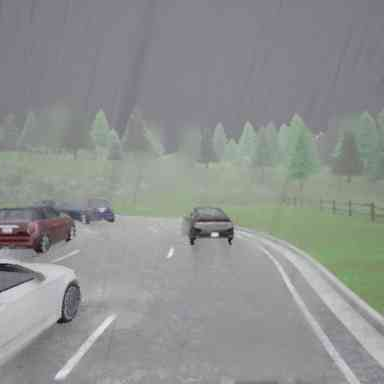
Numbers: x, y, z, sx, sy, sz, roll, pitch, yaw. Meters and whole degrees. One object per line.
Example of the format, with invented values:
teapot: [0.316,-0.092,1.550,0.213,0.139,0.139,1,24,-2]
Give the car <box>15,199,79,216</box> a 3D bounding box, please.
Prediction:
car: [-13.439,1.409,30.952,5.357,1.411,2.033,0,0,16]

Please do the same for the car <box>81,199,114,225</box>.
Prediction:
car: [-7.410,1.256,23.528,2.097,1.767,4.553,0,0,-43]

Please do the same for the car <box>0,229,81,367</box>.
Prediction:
car: [-3.034,1.503,4.161,1.812,1.442,4.674,0,0,3]

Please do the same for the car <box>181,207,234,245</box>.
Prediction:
car: [0.588,1.446,15.417,2.128,1.511,4.902,0,0,-7]

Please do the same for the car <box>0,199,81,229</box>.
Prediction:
car: [-6.232,1.291,13.170,2.097,1.767,4.553,0,0,-3]
